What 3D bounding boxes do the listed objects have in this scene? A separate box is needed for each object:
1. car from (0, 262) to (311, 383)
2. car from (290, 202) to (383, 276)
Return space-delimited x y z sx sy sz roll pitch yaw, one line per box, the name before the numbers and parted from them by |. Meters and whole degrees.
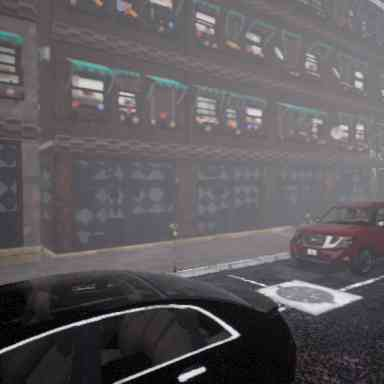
car | -1.248 1.503 2.489 4.892 1.490 1.837 0 0 -36
car | 5.243 1.267 10.315 5.009 1.841 2.192 0 -1 -35
